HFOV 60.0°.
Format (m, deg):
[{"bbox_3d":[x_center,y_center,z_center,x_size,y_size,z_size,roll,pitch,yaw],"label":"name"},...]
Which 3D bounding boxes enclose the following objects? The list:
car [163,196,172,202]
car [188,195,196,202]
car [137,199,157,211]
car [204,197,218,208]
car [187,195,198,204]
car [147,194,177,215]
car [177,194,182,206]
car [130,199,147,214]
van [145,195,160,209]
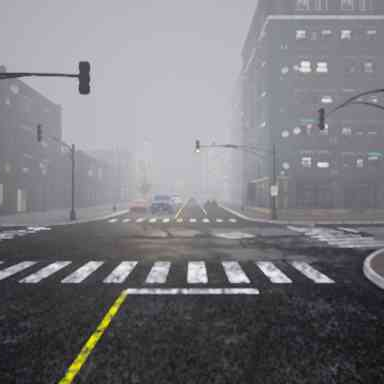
[{"bbox_3d":[-5.652,1.674,76.560,1.802,1.307,4.206,1,0,0],"label":"car"},{"bbox_3d":[0.024,1.422,74.853,1.837,1.490,4.892,0,0,0],"label":"car"},{"bbox_3d":[-5.663,1.595,42.440,1.887,1.381,4.507,1,0,0],"label":"car"},{"bbox_3d":[2.721,1.497,48.185,1.967,1.590,4.097,1,0,0],"label":"car"},{"bbox_3d":[0.021,1.603,64.843,1.812,1.442,4.674,0,0,0],"label":"car"},{"bbox_3d":[-3.077,1.258,35.315,2.150,2.045,5.566,0,1,0],"label":"car"},{"bbox_3d":[-2.999,1.293,57.835,2.150,2.045,5.566,0,0,0],"label":"car"},{"bbox_3d":[-5.741,1.588,36.758,1.887,1.381,4.507,1,0,0],"label":"car"},{"bbox_3d":[-5.656,1.398,48.127,1.690,1.788,3.998,1,0,0],"label":"van"}]
